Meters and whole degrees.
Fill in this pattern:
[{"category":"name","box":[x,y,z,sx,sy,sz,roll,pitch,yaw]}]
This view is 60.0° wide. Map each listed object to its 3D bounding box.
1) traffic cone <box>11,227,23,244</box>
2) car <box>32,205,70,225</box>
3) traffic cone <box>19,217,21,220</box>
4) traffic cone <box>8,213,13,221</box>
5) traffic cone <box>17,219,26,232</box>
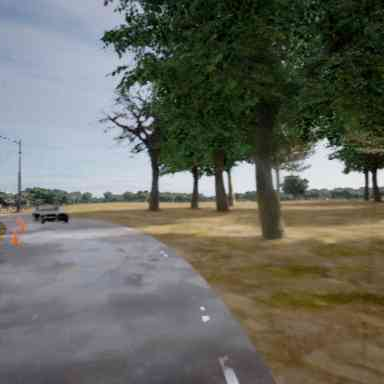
[{"category":"traffic cone","box":[-7.837,1.991,14.791,0.340,0.580,0.340,0,0,-21]},{"category":"car","box":[-10.710,1.681,25.185,1.895,1.301,4.718,1,-1,-34]},{"category":"traffic cone","box":[-12.035,2.005,23.235,0.340,0.580,0.340,1,-1,-32]},{"category":"traffic cone","box":[-14.772,2.041,27.083,0.340,0.580,0.340,1,-1,-38]},{"category":"traffic cone","box":[-9.716,1.996,19.121,0.340,0.580,0.340,0,0,-26]}]
